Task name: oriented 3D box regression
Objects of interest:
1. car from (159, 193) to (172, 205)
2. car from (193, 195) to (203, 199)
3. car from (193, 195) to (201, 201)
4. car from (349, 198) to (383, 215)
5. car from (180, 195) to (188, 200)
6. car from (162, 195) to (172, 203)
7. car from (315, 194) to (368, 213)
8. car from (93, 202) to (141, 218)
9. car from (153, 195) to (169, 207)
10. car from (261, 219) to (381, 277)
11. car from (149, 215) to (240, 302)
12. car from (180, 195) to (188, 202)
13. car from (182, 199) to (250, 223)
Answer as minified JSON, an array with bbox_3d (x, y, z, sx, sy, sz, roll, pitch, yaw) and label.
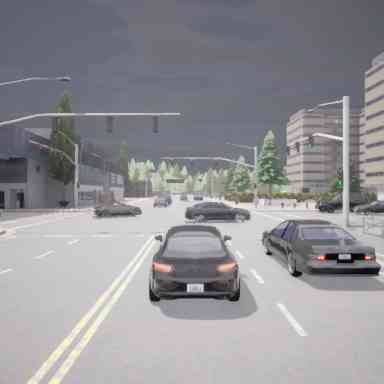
[{"bbox_3d":[-5.018,1.221,59.812,2.150,2.045,5.566,0,0,-1],"label":"car"},{"bbox_3d":[1.567,1.478,78.649,1.882,1.535,5.008,0,0,-1],"label":"car"},{"bbox_3d":[1.305,1.500,88.787,1.837,1.490,4.892,0,0,-1],"label":"car"},{"bbox_3d":[18.221,1.526,32.475,4.674,1.442,1.812,0,0,-2],"label":"car"},{"bbox_3d":[-2.194,1.467,88.714,1.994,1.385,4.181,0,0,-1],"label":"car"},{"bbox_3d":[-5.217,1.500,70.172,1.837,1.490,4.892,0,0,-1],"label":"car"},{"bbox_3d":[16.285,1.222,35.943,5.566,2.045,2.150,0,0,-2],"label":"car"},{"bbox_3d":[-6.669,1.564,29.759,4.181,1.385,1.994,0,0,-32],"label":"car"},{"bbox_3d":[-4.781,1.526,50.385,1.812,1.442,4.674,0,0,-2],"label":"car"},{"bbox_3d":[3.533,1.547,10.216,2.033,1.411,5.357,0,0,0],"label":"car"},{"bbox_3d":[0.036,1.526,8.159,1.812,1.442,4.674,0,0,-1],"label":"car"},{"bbox_3d":[-1.920,1.533,78.079,2.033,1.411,5.357,0,0,-1],"label":"car"},{"bbox_3d":[1.869,1.505,24.648,4.892,1.490,1.837,0,0,-4],"label":"car"}]
